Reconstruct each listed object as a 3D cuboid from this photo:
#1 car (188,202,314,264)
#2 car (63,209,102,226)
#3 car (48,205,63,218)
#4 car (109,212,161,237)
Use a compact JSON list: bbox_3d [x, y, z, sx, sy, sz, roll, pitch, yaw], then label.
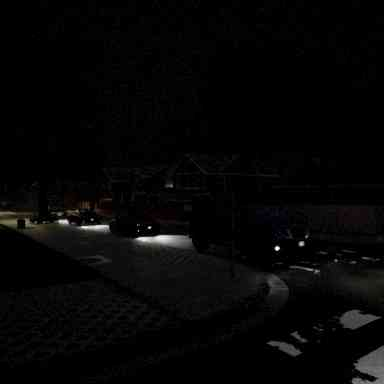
[{"bbox_3d":[2.017,1.423,13.244,2.150,2.045,5.566,0,-1,-35],"label":"car"},{"bbox_3d":[-9.505,2.162,29.332,1.994,1.385,4.181,0,-1,-36],"label":"car"},{"bbox_3d":[-15.635,2.283,37.951,2.128,1.511,4.902,0,-1,-35],"label":"car"},{"bbox_3d":[-3.688,1.966,21.203,1.994,1.385,4.181,0,-1,-37],"label":"car"}]
